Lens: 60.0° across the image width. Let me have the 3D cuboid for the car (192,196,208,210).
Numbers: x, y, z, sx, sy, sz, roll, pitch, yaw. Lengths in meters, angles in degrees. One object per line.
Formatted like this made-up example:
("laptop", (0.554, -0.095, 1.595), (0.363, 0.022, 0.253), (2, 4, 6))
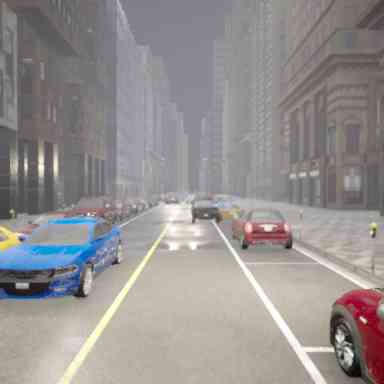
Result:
("car", (0.926, 1.293, 40.057), (1.812, 1.442, 4.674), (0, 0, 0))

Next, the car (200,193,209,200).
("car", (2.808, 1.019, 75.630), (1.967, 1.590, 4.097), (0, 0, 0))

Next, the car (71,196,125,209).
("car", (-5.753, 1.199, 19.604), (2.192, 1.841, 5.009), (0, 0, 0))

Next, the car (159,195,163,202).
("car", (-5.734, 1.292, 47.615), (1.947, 1.339, 4.313), (0, 0, 0))

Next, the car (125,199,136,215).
("car", (-5.749, 1.433, 25.208), (1.802, 1.307, 4.206), (0, 0, 0))

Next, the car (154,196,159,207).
("car", (-5.738, 1.322, 42.013), (1.947, 1.339, 4.313), (0, 0, 0))

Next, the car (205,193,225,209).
("car", (2.786, 1.071, 42.019), (2.192, 1.841, 5.009), (0, 0, 0))

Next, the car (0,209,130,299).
("car", (-3.095, 1.426, 8.563), (1.882, 1.535, 5.008), (0, 0, 0))

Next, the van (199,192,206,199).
("van", (2.815, 0.862, 86.833), (1.690, 1.788, 3.998), (0, 0, 0))

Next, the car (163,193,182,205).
("car", (-3.043, 1.272, 50.973), (1.994, 1.385, 4.181), (0, 0, 0))

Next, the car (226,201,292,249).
("car", (2.769, 1.356, 14.012), (1.967, 1.590, 4.097), (0, 0, 0))

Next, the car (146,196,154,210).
("car", (-5.741, 1.338, 36.412), (2.008, 1.369, 4.403), (0, 0, 0))

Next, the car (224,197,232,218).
("car", (2.776, 1.375, 25.386), (1.752, 1.417, 4.829), (0, 0, 0))

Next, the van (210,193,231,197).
("van", (2.779, 1.159, 30.817), (1.690, 1.788, 3.998), (0, 0, 0))

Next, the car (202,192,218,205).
("car", (2.794, 1.011, 53.223), (2.192, 1.841, 5.009), (0, 0, 0))

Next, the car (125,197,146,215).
("car", (-5.745, 1.259, 30.809), (1.967, 1.590, 4.097), (0, 0, 0))

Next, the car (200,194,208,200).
("car", (2.813, 1.132, 81.233), (1.802, 1.307, 4.206), (0, 0, 0))

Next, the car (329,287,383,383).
("car", (2.762, 1.423, 2.809), (1.967, 1.590, 4.097), (0, 0, 0))

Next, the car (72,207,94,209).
("car", (-5.756, 1.499, 14.003), (1.802, 1.307, 4.206), (0, 0, 0))

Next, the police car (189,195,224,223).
("police car", (0.916, 1.282, 24.167), (1.930, 1.638, 5.238), (0, 0, 0))

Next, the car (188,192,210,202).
("car", (0.921, 1.151, 34.027), (2.097, 1.767, 4.553), (0, 0, 0))
